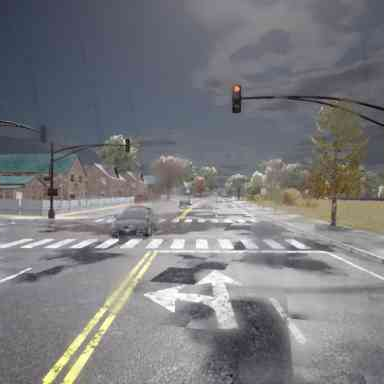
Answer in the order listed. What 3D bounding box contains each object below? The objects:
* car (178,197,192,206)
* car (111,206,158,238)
[{"bbox_3d":[-1.195,1.626,56.068,1.812,1.442,4.674,0,0,4],"label":"car"},{"bbox_3d":[-2.963,1.556,17.971,1.837,1.490,4.892,0,0,1],"label":"car"}]
